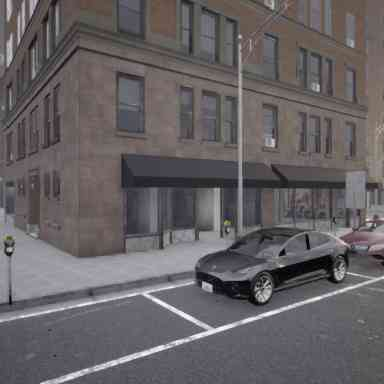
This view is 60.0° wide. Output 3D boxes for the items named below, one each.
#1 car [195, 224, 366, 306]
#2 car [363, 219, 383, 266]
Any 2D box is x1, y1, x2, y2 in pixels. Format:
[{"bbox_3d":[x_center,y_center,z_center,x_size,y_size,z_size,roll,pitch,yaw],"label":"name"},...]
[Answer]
[{"bbox_3d":[2.077,1.566,8.049,4.313,1.339,1.947,0,0,-36],"label":"car"},{"bbox_3d":[6.540,1.582,11.267,4.206,1.307,1.802,0,0,-36],"label":"car"}]
